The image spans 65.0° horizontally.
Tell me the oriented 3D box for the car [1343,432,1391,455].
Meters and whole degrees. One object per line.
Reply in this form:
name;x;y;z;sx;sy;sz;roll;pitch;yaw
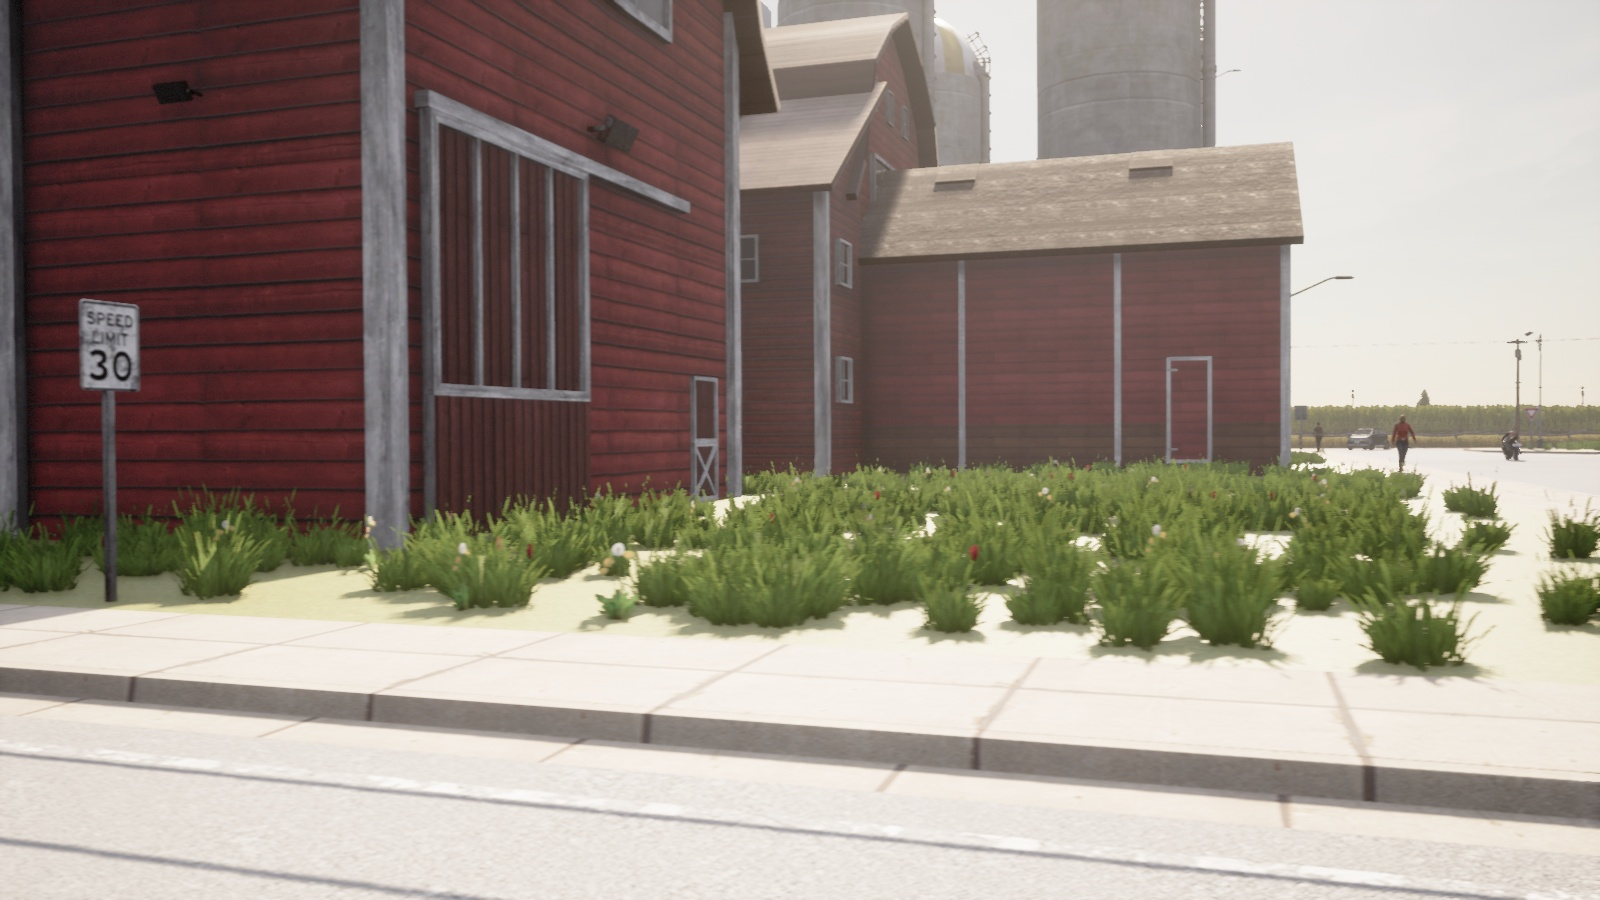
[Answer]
car;39.293;-0.467;86.944;3.705;1.549;1.789;-1;1;-44

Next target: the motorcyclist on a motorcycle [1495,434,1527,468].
motorcyclist on a motorcycle;32.962;0.015;58.247;0.866;1.530;2.191;0;1;18

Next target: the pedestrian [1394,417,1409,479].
pedestrian;18.097;-0.069;37.789;0.331;1.846;0.636;0;1;18

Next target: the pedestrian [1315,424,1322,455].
pedestrian;30.322;-0.595;73.450;0.328;1.805;0.869;0;1;21
